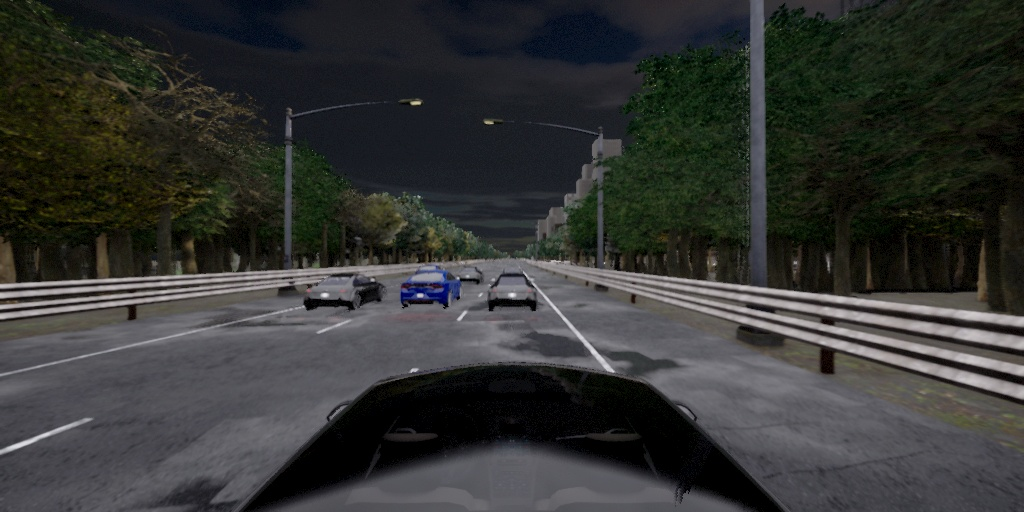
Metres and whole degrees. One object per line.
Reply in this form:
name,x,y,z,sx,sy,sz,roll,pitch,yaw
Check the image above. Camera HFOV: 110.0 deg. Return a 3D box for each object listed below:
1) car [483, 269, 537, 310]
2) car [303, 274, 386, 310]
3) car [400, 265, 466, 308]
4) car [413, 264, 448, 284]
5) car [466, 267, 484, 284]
car,0.028,1.448,15.432,1.994,1.385,4.181,0,0,0
car,-6.972,1.448,15.401,1.994,1.385,4.181,0,0,1
car,-3.467,1.367,16.092,1.882,1.535,5.008,0,0,1
car,-6.965,1.503,31.096,1.882,1.535,5.008,0,0,1
car,-3.476,1.583,30.301,1.994,1.385,4.181,0,0,1
